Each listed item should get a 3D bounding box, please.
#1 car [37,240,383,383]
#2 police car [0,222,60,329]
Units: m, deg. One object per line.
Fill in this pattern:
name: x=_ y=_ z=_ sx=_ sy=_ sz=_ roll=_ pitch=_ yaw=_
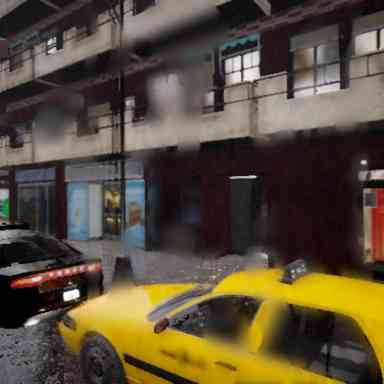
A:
car: x=0.760 y=1.479 z=3.411 sx=5.366 sy=1.575 sz=1.801 roll=0 pitch=0 yaw=36
police car: x=-4.039 y=1.465 z=6.877 sx=5.238 sy=1.638 sz=1.930 roll=0 pitch=0 yaw=36
